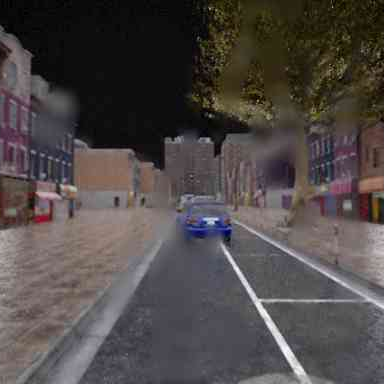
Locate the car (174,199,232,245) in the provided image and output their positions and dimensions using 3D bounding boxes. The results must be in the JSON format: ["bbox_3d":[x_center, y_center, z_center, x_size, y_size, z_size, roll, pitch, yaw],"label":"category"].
[{"bbox_3d":[0.491,1.443,16.865,2.150,2.045,5.566,0,-1,-7],"label":"car"}]

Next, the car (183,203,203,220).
[{"bbox_3d":[0.112,1.948,34.221,1.882,1.535,5.008,0,-1,0],"label":"car"}]

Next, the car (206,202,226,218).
[{"bbox_3d":[2.688,1.970,38.021,1.967,1.590,4.097,2,-1,0],"label":"car"}]

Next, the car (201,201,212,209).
[{"bbox_3d":[2.700,2.554,64.762,1.947,1.339,4.313,1,-1,0],"label":"car"}]

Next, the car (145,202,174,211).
[{"bbox_3d":[-5.032,2.279,52.691,4.902,1.511,2.128,-1,-4,24],"label":"car"}]

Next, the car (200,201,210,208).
[{"bbox_3d":[2.703,2.662,70.198,1.947,1.339,4.313,1,-1,0],"label":"car"}]
